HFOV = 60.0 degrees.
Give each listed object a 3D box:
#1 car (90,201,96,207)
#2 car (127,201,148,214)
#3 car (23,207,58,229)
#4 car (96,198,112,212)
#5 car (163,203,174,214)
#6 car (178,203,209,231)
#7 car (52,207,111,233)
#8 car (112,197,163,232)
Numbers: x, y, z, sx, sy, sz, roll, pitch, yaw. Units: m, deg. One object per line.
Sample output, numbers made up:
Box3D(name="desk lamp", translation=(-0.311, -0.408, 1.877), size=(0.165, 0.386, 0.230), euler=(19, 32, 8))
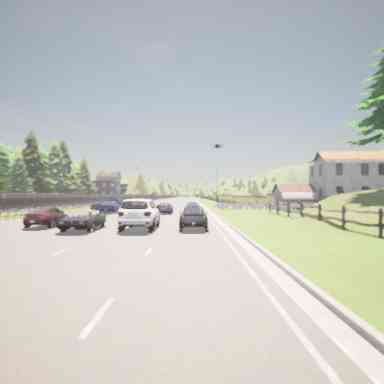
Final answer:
Box3D(name="car", translation=(-13.990, 2.079, 50.223), size=(1.812, 1.442, 4.674), euler=(0, -1, 0))
Box3D(name="car", translation=(-6.891, 1.947, 42.610), size=(1.882, 1.535, 5.008), euler=(0, 0, 0))
Box3D(name="car", translation=(-10.404, 1.790, 23.961), size=(1.812, 1.442, 4.674), euler=(0, -1, 0))
Box3D(name="car", translation=(-10.392, 1.947, 42.612), size=(1.882, 1.535, 5.008), euler=(0, 0, 0))
Box3D(name="car", translation=(-3.392, 2.024, 41.696), size=(1.994, 1.385, 4.181), euler=(0, -1, 0))
Box3D(name="car", translation=(0.105, 1.741, 22.507), size=(2.128, 1.511, 4.902), euler=(0, 0, 0))
Box3D(name="car", translation=(-6.896, 1.837, 21.327), size=(1.895, 1.301, 4.718), euler=(0, -1, 0))
Box3D(name="car", translation=(-3.395, 1.466, 21.954), size=(2.150, 2.045, 5.566), euler=(0, 0, 0))
